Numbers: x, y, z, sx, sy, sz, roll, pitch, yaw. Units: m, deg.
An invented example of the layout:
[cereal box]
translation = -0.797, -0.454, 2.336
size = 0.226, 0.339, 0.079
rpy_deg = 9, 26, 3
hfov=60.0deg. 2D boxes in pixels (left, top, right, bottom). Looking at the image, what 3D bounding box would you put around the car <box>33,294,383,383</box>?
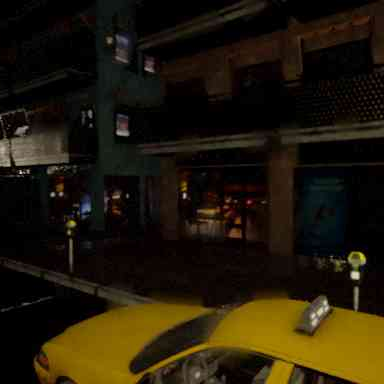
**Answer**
[car]
translation = 0.634, 1.444, 2.462
size = 4.829, 1.417, 1.752
rpy_deg = 1, 2, 37
